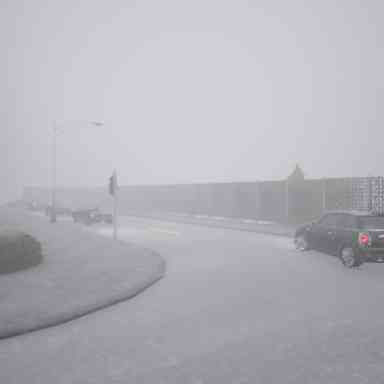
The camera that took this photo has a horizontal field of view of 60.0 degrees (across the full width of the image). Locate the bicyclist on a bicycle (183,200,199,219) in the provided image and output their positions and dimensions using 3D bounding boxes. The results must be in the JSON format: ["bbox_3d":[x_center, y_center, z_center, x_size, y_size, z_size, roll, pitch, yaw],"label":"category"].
[{"bbox_3d":[-0.085,1.509,28.852,1.656,1.620,0.582,0,0,-35],"label":"bicyclist on a bicycle"}]

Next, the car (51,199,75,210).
[{"bbox_3d":[-18.368,1.712,47.188,1.812,1.442,4.674,0,0,-38],"label":"car"}]

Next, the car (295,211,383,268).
[{"bbox_3d":[5.516,1.441,11.858,2.097,1.767,4.553,0,0,-8],"label":"car"}]

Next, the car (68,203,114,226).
[{"bbox_3d":[-7.342,1.707,24.572,1.895,1.301,4.718,0,0,-35],"label":"car"}]

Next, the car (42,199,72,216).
[{"bbox_3d":[-13.121,1.653,32.821,1.812,1.442,4.674,0,0,-35],"label":"car"}]

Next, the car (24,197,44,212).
[{"bbox_3d":[-18.942,1.501,41.098,2.097,1.767,4.553,0,0,-35],"label":"car"}]

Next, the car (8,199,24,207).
[{"bbox_3d":[-26.715,1.747,52.706,4.181,1.385,1.994,0,0,5],"label":"car"}]
